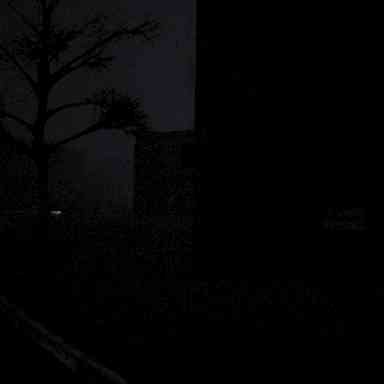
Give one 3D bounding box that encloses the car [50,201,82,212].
[{"bbox_3d":[-17.744,1.994,46.927,2.033,1.411,5.357,1,-1,17],"label":"car"}]
